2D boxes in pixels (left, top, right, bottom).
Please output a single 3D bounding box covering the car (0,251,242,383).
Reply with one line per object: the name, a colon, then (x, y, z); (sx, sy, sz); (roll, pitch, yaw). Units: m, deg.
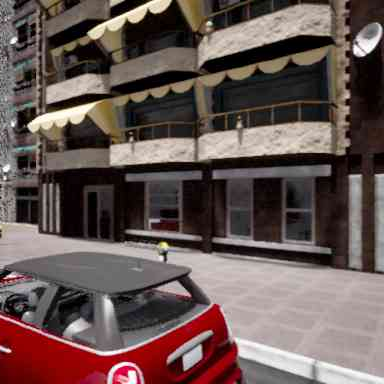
car: (-1.576, 1.456, 3.988); (4.097, 1.590, 1.967); (0, 0, 35)
